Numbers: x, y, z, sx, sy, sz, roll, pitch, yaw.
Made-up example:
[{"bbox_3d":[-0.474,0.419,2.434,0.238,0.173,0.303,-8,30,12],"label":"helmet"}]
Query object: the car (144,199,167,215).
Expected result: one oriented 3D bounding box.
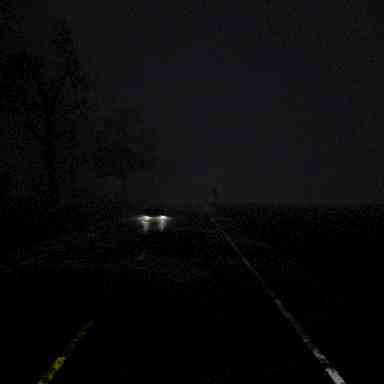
[{"bbox_3d":[-3.601,1.474,33.463,1.882,1.535,5.008,0,0,0],"label":"car"}]
